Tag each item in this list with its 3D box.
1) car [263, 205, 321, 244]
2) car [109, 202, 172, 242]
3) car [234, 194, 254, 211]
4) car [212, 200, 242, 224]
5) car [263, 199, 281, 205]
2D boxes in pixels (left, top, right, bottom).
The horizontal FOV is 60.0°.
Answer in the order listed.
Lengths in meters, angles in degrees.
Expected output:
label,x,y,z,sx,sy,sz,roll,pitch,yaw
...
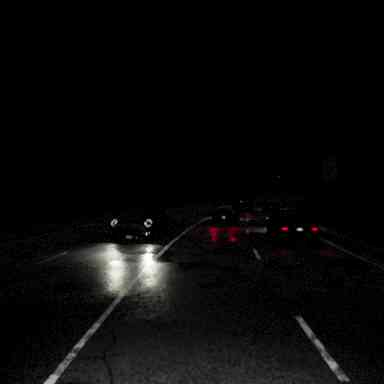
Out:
label,x,y,z,sx,sy,sz,roll,pitch,yaw
car,4.696,1.572,16.007,2.033,1.411,5.357,0,0,7
car,-2.443,1.357,16.537,2.097,1.767,4.553,0,0,7
car,6.606,1.267,42.215,2.150,2.045,5.566,0,0,16
car,2.570,1.550,24.974,1.812,1.442,4.674,0,0,10
car,9.268,1.534,38.684,1.882,1.535,5.008,0,0,15
